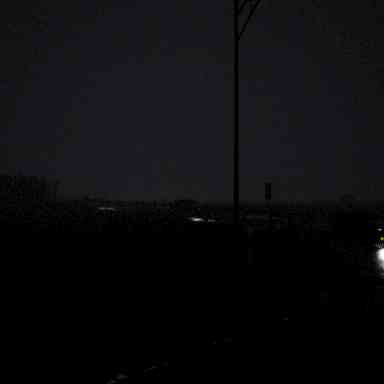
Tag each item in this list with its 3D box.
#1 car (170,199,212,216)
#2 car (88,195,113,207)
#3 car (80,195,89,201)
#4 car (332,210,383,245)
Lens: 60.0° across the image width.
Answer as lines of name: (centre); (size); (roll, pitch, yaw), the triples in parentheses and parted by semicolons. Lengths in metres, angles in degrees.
car: (-0.182, 1.411, 31.363); (1.882, 1.535, 5.008); (-1, 1, -36)
car: (-13.508, 1.478, 50.117); (1.895, 1.301, 4.718); (-1, 0, -35)
car: (-20.991, 1.305, 66.894); (2.128, 1.511, 4.902); (-1, 0, -36)
car: (8.337, 1.572, 15.603); (1.994, 1.385, 4.181); (0, 0, -4)
